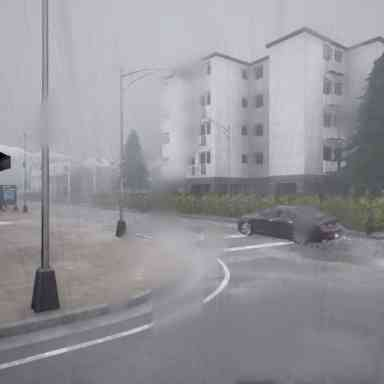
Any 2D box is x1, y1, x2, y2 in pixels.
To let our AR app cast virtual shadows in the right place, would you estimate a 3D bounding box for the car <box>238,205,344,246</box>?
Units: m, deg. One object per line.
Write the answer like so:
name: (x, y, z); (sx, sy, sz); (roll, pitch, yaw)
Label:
car: (4.153, 1.354, 14.829); (1.837, 1.490, 4.892); (-5, 5, -38)
